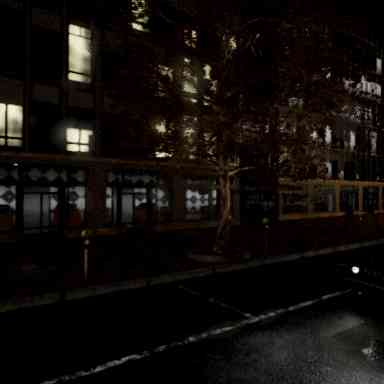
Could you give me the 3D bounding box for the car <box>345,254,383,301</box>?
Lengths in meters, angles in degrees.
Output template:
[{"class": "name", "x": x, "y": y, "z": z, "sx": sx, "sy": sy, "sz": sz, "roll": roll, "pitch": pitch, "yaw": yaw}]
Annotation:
[{"class": "car", "x": 5.377, "y": 1.619, "z": 7.197, "sx": 4.718, "sy": 1.301, "sz": 1.895, "roll": 0, "pitch": 0, "yaw": -35}]
